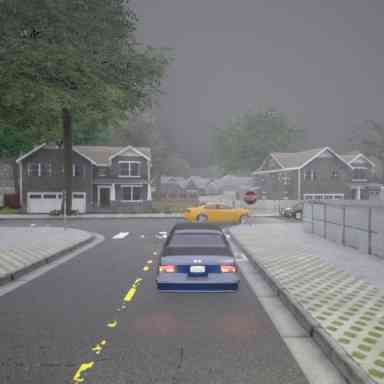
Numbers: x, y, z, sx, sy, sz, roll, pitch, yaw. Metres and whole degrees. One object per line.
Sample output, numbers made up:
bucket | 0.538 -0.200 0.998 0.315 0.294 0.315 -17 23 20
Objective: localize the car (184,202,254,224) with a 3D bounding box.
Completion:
car | 1.884 1.475 23.542 5.008 1.535 1.882 0 0 -12

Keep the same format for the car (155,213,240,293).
car | 0.122 1.547 8.982 2.033 1.411 5.357 0 0 0

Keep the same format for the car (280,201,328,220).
car | 9.941 1.543 28.263 4.892 1.490 1.837 0 0 -12
